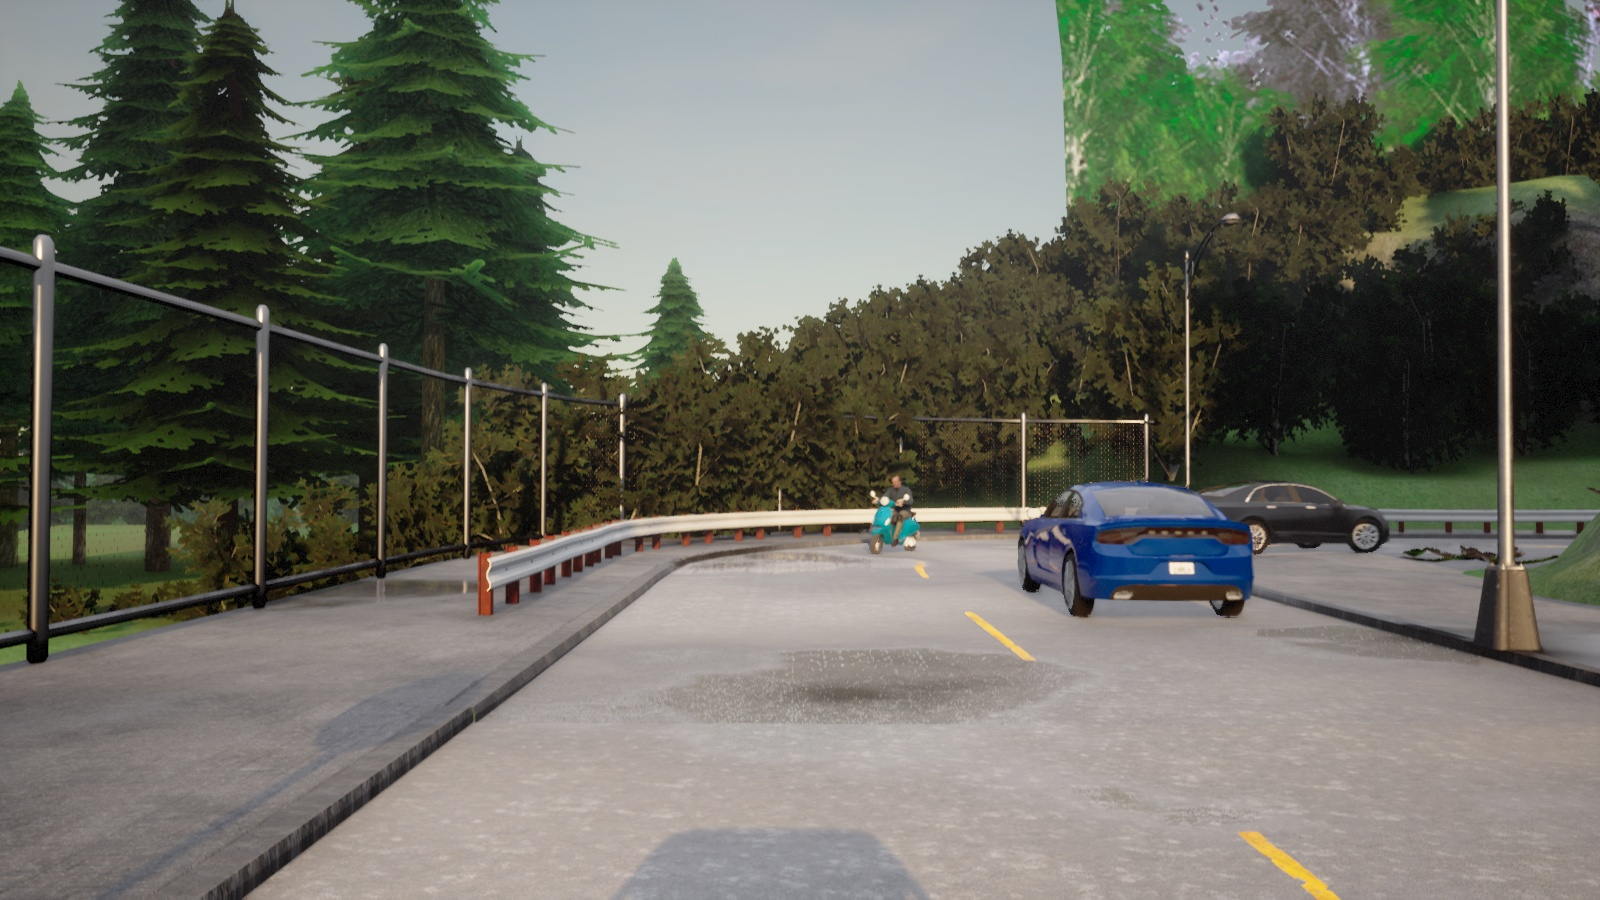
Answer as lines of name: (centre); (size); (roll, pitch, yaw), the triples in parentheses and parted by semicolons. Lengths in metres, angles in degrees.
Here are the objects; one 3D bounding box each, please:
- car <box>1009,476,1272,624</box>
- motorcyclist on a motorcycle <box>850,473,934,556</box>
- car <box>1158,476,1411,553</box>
car: (3.967, 1.093, 15.604); (1.882, 1.535, 5.008); (0, -1, 0)
motorcyclist on a motorcycle: (1.873, 1.273, 25.357); (0.866, 1.590, 1.817); (1, 0, 35)
car: (10.135, 1.309, 26.315); (4.892, 1.490, 1.837); (0, -2, -19)
